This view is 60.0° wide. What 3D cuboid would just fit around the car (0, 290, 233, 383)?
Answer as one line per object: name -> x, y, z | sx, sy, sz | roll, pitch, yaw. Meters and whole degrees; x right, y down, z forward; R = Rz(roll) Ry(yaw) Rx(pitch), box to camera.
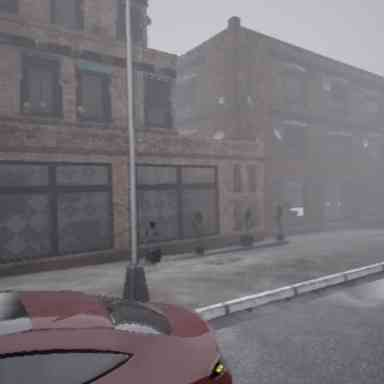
car -> -1.800, 1.526, 2.116 | 4.674, 1.442, 1.812 | 0, 0, -35
